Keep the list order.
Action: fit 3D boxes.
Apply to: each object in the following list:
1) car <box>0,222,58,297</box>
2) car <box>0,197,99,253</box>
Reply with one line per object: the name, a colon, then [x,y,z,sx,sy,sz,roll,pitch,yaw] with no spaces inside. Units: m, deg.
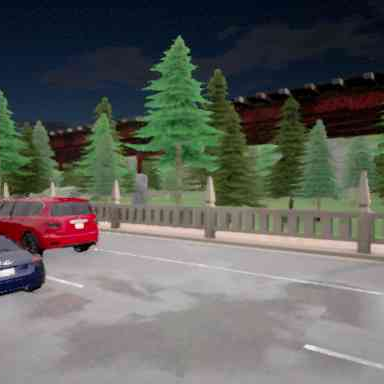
car: [-5.267,1.551,7.709,4.181,1.385,1.994,0,0,36]
car: [-5.864,1.204,12.457,5.566,2.045,2.150,0,0,36]
